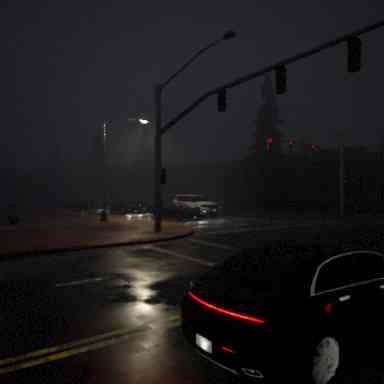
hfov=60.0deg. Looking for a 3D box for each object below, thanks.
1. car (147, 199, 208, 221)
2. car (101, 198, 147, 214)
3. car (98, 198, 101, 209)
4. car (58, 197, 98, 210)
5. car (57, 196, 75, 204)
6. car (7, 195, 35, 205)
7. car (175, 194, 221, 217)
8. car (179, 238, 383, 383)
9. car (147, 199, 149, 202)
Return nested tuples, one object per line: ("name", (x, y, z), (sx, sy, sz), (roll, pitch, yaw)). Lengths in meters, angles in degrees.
("car", (-1.315, 1.566, 27.732), (2.033, 1.411, 5.357), (0, 0, -36))
("car", (-7.370, 1.566, 35.741), (2.033, 1.411, 5.357), (0, 0, -39))
("car", (-13.422, 1.545, 45.866), (4.674, 1.442, 1.812), (0, 0, 34))
("car", (-14.614, 1.616, 42.512), (4.718, 1.301, 1.895), (0, 0, 36))
("car", (-21.123, 1.497, 57.856), (5.008, 1.535, 1.882), (0, 0, 21))
("car", (-31.080, 1.363, 60.330), (4.553, 1.767, 2.097), (0, 0, 9))
("car", (0.336, 1.245, 31.356), (2.150, 2.045, 5.566), (0, 0, -37))
("car", (2.114, 1.511, 5.272), (4.892, 1.490, 1.837), (0, 0, -35))
("car", (-5.730, 1.500, 39.013), (1.882, 1.535, 5.008), (0, 0, -43))
